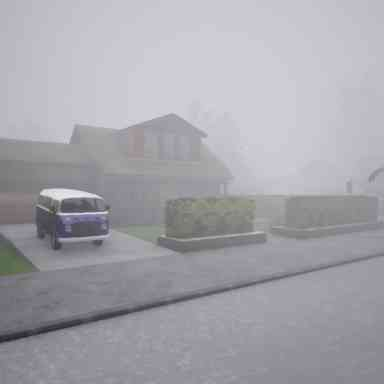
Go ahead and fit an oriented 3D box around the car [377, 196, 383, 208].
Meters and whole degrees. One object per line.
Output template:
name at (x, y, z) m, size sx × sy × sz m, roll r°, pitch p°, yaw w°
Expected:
car at (24.553, 1.034, 41.397) m, size 3.866 × 1.878 × 1.905 m, roll 0°, pitch 0°, yaw -1°
